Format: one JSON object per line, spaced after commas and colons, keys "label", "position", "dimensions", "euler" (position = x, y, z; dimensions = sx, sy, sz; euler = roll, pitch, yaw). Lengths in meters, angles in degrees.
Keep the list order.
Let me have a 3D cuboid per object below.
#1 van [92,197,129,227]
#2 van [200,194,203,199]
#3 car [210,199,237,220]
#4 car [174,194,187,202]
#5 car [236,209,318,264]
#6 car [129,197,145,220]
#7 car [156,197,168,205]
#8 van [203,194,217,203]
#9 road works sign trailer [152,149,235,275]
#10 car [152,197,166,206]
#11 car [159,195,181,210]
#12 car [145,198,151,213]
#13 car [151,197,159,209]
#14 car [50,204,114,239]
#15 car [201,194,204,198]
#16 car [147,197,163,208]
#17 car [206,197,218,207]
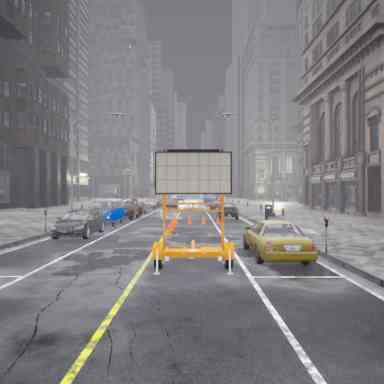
{"label": "van", "position": [-5.665, 1.344, 22.528], "dimensions": [1.690, 1.788, 3.998], "euler": [0, 0, 0]}
{"label": "van", "position": [3.084, 1.355, 66.673], "dimensions": [1.690, 1.788, 3.998], "euler": [0, 0, 0]}
{"label": "car", "position": [2.900, 1.555, 27.999], "dimensions": [2.008, 1.369, 4.403], "euler": [0, 0, 0]}
{"label": "car", "position": [-2.655, 1.526, 75.811], "dimensions": [1.837, 1.490, 4.892], "euler": [0, 0, 0]}
{"label": "car", "position": [2.823, 1.527, 11.594], "dimensions": [1.752, 1.417, 4.829], "euler": [0, 0, 0]}
{"label": "car", "position": [-5.641, 1.319, 28.053], "dimensions": [2.192, 1.841, 5.009], "euler": [0, 0, 0]}
{"label": "car", "position": [-5.498, 1.556, 61.205], "dimensions": [1.887, 1.381, 4.507], "euler": [0, 0, 0]}
{"label": "van", "position": [3.006, 1.350, 50.099], "dimensions": [1.690, 1.788, 3.998], "euler": [0, 0, 0]}
{"label": "road works sign trailer", "position": [0.047, 0.466, 10.474], "dimensions": [2.380, 3.560, 2.880], "euler": [0, 0, 0]}
{"label": "car", "position": [-5.522, 1.555, 55.680], "dimensions": [1.887, 1.381, 4.507], "euler": [0, 0, 0]}
{"label": "car", "position": [-2.899, 1.485, 43.901], "dimensions": [1.882, 1.535, 5.008], "euler": [0, 0, 0]}
{"label": "car", "position": [-5.618, 1.550, 33.578], "dimensions": [1.887, 1.381, 4.507], "euler": [0, 0, 0]}
{"label": "car", "position": [-5.571, 1.533, 44.459], "dimensions": [1.752, 1.417, 4.829], "euler": [0, 0, 0]}
{"label": "car", "position": [-5.690, 1.553, 17.002], "dimensions": [2.008, 1.369, 4.403], "euler": [0, 0, 0]}
{"label": "car", "position": [3.057, 1.556, 61.148], "dimensions": [1.887, 1.381, 4.507], "euler": [0, 0, 0]}
{"label": "car", "position": [-5.546, 1.553, 50.155], "dimensions": [1.887, 1.381, 4.507], "euler": [0, 0, 0]}
{"label": "car", "position": [2.952, 1.588, 39.048], "dimensions": [1.802, 1.307, 4.206], "euler": [0, 0, 0]}
